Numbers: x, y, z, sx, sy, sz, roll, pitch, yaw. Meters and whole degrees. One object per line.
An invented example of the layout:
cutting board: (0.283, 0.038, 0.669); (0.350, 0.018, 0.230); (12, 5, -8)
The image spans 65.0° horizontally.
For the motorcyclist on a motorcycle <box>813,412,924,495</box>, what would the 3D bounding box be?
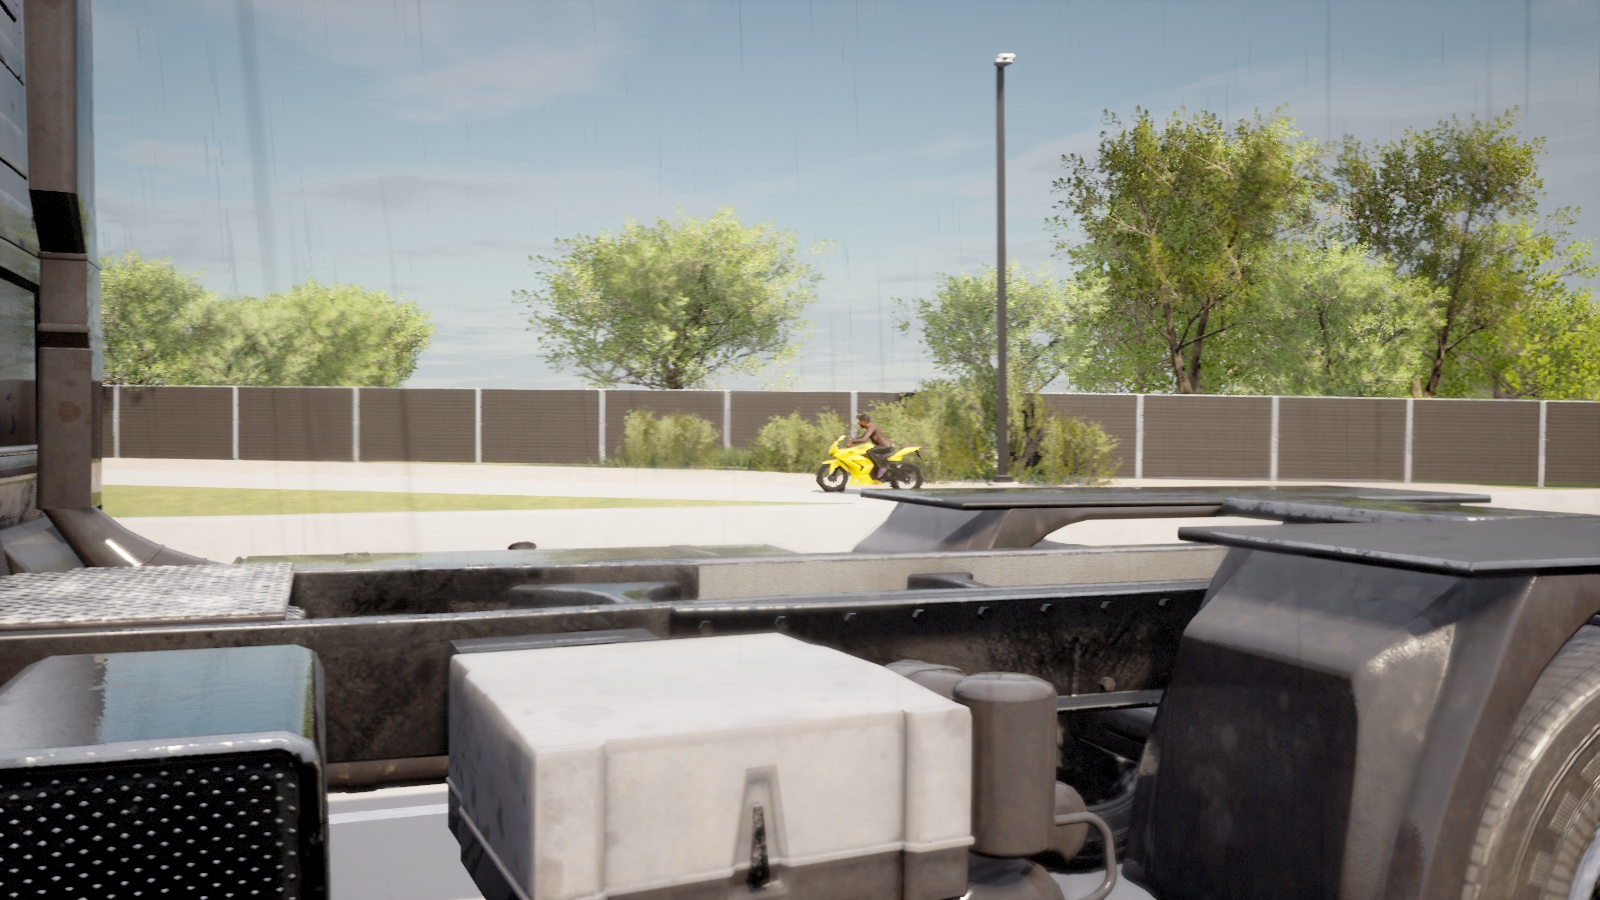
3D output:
motorcyclist on a motorcycle: (1.298, 0.055, 23.681); (2.044, 1.523, 0.797); (0, 1, 5)

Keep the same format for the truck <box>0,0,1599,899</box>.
truck: (-0.188, -0.233, 3.156); (7.936, 3.462, 2.891); (-1, 1, -21)
